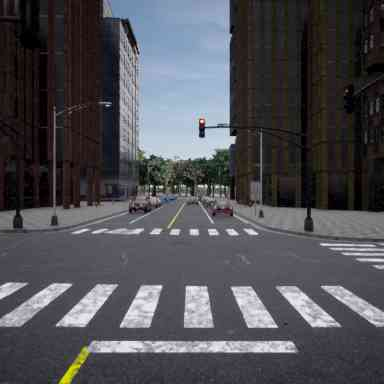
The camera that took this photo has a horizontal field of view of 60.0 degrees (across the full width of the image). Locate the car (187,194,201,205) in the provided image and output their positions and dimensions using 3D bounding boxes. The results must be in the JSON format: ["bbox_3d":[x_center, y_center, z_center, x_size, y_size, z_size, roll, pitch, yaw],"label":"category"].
[{"bbox_3d":[0.141,1.562,57.443,2.033,1.411,5.357,0,0,0],"label":"car"}]

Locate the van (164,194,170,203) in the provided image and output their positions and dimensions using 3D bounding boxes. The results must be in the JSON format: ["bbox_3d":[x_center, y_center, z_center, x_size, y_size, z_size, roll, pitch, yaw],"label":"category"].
[{"bbox_3d":[-5.713,1.359,64.345,1.690,1.788,3.998,0,0,0],"label":"van"}]

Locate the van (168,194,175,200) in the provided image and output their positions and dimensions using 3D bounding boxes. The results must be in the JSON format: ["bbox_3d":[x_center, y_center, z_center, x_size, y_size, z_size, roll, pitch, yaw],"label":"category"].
[{"bbox_3d":[-5.693,1.378,91.533,1.690,1.788,3.998,0,0,0],"label":"van"}]

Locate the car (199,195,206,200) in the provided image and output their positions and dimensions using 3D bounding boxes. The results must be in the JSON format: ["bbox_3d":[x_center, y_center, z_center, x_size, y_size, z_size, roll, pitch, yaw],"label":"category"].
[{"bbox_3d":[2.833,1.562,91.696,1.752,1.417,4.829,0,0,0],"label":"car"}]

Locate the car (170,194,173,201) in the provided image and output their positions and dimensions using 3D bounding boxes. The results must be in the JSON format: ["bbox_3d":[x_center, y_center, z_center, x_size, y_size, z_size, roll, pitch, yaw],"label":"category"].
[{"bbox_3d":[-5.709,1.572,69.783,2.008,1.369,4.403,0,0,0],"label":"car"}]

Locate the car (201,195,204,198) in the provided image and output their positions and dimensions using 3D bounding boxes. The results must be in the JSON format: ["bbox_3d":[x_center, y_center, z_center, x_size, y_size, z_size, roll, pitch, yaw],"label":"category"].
[{"bbox_3d":[2.804,1.557,53.463,1.887,1.381,4.507,0,0,0],"label":"car"}]

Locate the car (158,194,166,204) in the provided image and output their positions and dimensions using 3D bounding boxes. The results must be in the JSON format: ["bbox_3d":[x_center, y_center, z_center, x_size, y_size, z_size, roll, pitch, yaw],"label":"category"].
[{"bbox_3d":[-5.722,1.538,53.300,1.752,1.417,4.829,0,0,0],"label":"car"}]

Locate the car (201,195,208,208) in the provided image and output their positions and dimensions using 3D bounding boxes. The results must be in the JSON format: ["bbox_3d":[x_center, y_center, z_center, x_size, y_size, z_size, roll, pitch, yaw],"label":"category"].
[{"bbox_3d":[2.799,1.561,48.025,2.008,1.369,4.403,0,0,0],"label":"car"}]

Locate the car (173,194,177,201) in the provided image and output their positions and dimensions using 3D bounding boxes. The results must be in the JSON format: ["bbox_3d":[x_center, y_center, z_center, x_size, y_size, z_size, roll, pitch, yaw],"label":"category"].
[{"bbox_3d":[-5.696,1.598,86.095,1.947,1.339,4.313,0,0,0],"label":"car"}]

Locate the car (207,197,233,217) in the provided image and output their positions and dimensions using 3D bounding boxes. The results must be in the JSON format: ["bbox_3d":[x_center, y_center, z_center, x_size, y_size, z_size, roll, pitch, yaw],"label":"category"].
[{"bbox_3d":[2.787,1.445,31.713,1.967,1.590,4.097,0,0,0],"label":"car"}]

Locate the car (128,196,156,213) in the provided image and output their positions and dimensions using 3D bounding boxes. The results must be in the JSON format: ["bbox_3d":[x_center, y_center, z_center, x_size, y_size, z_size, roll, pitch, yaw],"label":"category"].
[{"bbox_3d":[-5.734,1.321,37.157,2.192,1.841,5.009,0,0,0],"label":"car"}]

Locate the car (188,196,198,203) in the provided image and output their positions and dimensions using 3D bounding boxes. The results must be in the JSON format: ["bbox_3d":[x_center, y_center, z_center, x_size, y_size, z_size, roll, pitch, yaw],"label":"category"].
[{"bbox_3d":[0.155,1.585,69.774,1.994,1.385,4.181,0,0,0],"label":"car"}]

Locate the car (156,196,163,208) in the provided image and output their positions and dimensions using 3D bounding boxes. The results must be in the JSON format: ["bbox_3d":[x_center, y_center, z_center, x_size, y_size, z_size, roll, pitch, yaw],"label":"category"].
[{"bbox_3d":[-5.726,1.592,48.032,1.802,1.307,4.206,0,0,0],"label":"car"}]
